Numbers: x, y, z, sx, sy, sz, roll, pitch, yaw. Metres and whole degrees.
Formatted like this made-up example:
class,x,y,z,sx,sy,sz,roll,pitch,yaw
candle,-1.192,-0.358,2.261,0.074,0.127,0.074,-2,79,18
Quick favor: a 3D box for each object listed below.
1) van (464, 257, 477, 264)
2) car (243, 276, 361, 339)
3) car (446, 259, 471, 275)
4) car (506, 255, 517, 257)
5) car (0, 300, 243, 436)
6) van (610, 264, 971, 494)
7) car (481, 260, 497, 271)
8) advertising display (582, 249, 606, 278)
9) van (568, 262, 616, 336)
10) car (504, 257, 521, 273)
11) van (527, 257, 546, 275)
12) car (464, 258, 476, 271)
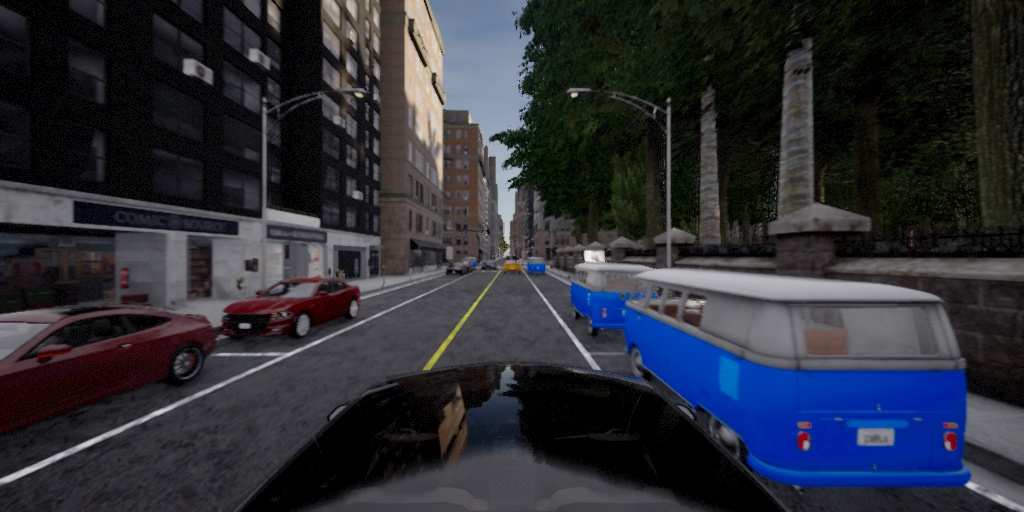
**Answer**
class,x,y,z,sx,sy,sz,roll,pitch,yaw
van,-5.877,1.025,49.733,1.690,1.789,3.998,0,0,0
car,-5.861,1.290,10.109,1.888,1.381,4.507,0,0,0
car,-5.872,1.273,38.413,1.948,1.339,4.313,0,0,0
car,-0.045,0.896,53.734,2.150,2.045,5.566,0,0,-1
car,-5.859,1.330,4.449,1.802,1.307,4.207,0,0,0
van,2.666,1.089,4.480,1.690,1.789,3.998,0,0,0
car,-3.064,1.251,48.585,1.994,1.385,4.181,0,0,0
advertising display,5.625,0.756,24.570,1.540,2.440,0.280,0,0,0
van,2.664,1.086,10.138,1.690,1.789,3.998,0,0,0
car,0.044,1.179,41.688,1.882,1.535,5.008,0,0,0
van,2.653,1.049,38.428,1.690,1.789,3.998,0,0,0
car,-5.875,1.241,44.073,1.888,1.381,4.507,0,0,0
